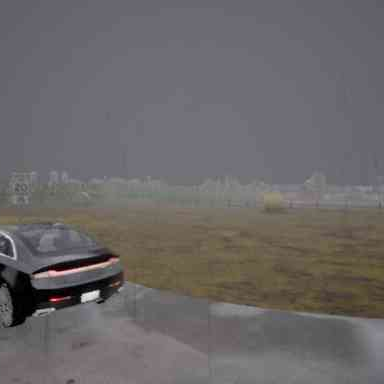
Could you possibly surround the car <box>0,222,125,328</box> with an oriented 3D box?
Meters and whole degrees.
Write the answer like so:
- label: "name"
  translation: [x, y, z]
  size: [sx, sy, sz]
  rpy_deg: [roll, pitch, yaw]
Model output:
- label: "car"
  translation: [-3.366, 1.388, 6.862]
  size: [4.902, 1.511, 2.128]
  rpy_deg: [1, 2, 43]
